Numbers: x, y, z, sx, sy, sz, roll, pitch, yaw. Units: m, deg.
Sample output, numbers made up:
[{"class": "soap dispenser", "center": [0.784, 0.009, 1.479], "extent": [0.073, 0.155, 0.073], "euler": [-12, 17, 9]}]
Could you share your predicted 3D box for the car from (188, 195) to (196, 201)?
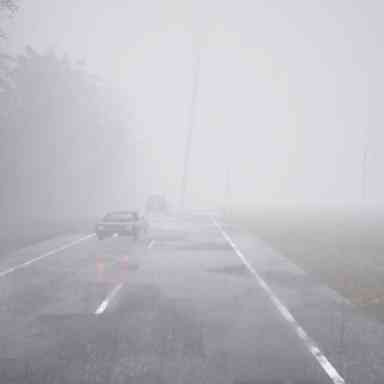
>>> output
[{"class": "car", "center": [-0.017, 1.690, 86.297], "extent": [1.994, 1.385, 4.181], "euler": [0, 0, 0]}]

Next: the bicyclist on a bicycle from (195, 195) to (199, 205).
[{"class": "bicyclist on a bicycle", "center": [0.951, 1.551, 60.876], "extent": [0.582, 1.620, 1.656], "euler": [0, -1, 0]}]

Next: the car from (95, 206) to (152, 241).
[{"class": "car", "center": [-3.401, 1.628, 17.004], "extent": [1.895, 1.301, 4.718], "euler": [0, 0, 0]}]

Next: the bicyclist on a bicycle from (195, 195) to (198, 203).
[{"class": "bicyclist on a bicycle", "center": [0.949, 1.484, 69.871], "extent": [0.659, 1.776, 1.843], "euler": [0, 0, 0]}]

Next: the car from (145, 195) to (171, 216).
[{"class": "car", "center": [-3.409, 1.276, 33.819], "extent": [2.150, 2.045, 5.566], "euler": [0, 0, 0]}]
